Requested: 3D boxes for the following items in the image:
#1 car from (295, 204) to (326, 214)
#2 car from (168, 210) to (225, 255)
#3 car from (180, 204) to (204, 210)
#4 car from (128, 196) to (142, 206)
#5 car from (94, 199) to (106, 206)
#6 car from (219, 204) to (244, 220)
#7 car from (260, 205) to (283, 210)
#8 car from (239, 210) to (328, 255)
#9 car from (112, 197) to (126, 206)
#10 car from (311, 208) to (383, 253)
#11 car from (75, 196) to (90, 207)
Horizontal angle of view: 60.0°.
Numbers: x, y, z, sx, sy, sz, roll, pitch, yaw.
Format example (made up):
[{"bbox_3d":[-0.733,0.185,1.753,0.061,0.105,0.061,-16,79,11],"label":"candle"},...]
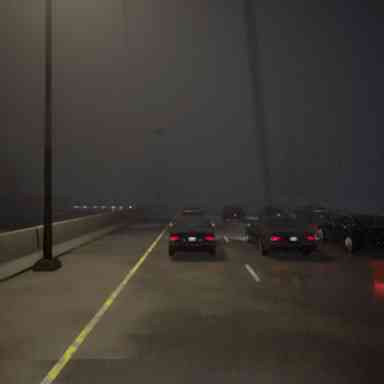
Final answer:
[{"bbox_3d":[10.518,1.778,29.277,2.128,1.511,4.902,0,0,0],"label":"car"},{"bbox_3d":[0.007,1.684,13.974,2.033,1.411,5.357,0,-1,0],"label":"car"},{"bbox_3d":[0.018,1.778,29.281,2.128,1.511,4.902,0,0,0],"label":"car"},{"bbox_3d":[-12.004,2.178,69.803,1.837,1.490,4.892,0,-1,-8],"label":"car"},{"bbox_3d":[-18.876,2.140,68.437,1.882,1.535,5.008,0,-1,-8],"label":"car"},{"bbox_3d":[3.521,1.765,29.467,1.882,1.535,5.008,0,0,0],"label":"car"},{"bbox_3d":[7.019,1.850,29.264,1.994,1.385,4.181,0,-1,0],"label":"car"},{"bbox_3d":[3.507,1.684,13.973,2.033,1.411,5.357,0,-1,0],"label":"car"},{"bbox_3d":[-15.438,2.173,69.121,1.837,1.490,4.892,0,-1,-8],"label":"car"},{"bbox_3d":[7.012,1.648,14.295,1.837,1.490,4.892,0,0,0],"label":"car"},{"bbox_3d":[-22.306,1.882,67.728,2.150,2.045,5.566,0,-1,-8],"label":"car"}]
